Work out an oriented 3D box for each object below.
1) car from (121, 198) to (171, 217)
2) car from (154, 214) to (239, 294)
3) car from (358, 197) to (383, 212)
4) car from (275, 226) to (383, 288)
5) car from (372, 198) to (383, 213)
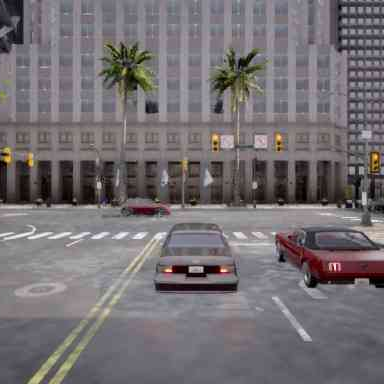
[{"bbox_3d":[-4.186,1.352,30.706,4.553,1.767,2.097,0,0,0],"label":"car"},{"bbox_3d":[0.099,1.547,8.950,2.033,1.411,5.357,0,0,0],"label":"car"},{"bbox_3d":[21.412,1.352,37.784,4.553,1.767,2.097,0,0,0],"label":"car"},{"bbox_3d":[3.646,1.601,9.216,1.895,1.301,4.718,0,0,2],"label":"car"},{"bbox_3d":[21.677,1.601,34.282,4.718,1.301,1.895,0,0,0],"label":"car"}]
